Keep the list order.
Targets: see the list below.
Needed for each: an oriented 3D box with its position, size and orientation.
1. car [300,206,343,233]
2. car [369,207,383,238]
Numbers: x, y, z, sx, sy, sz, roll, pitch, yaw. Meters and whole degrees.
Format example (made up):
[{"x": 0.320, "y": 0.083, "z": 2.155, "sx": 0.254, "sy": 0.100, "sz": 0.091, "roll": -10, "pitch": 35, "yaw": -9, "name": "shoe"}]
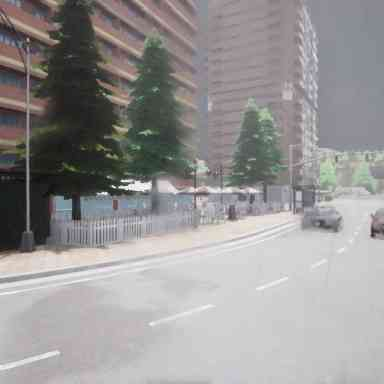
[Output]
[{"x": 7.877, "y": 1.564, "z": 19.982, "sx": 1.994, "sy": 1.385, "sz": 4.181, "roll": 0, "pitch": 0, "yaw": 30, "name": "car"}, {"x": 10.307, "y": 1.525, "z": 17.195, "sx": 1.812, "sy": 1.442, "sz": 4.674, "roll": 0, "pitch": 0, "yaw": 30, "name": "car"}]
